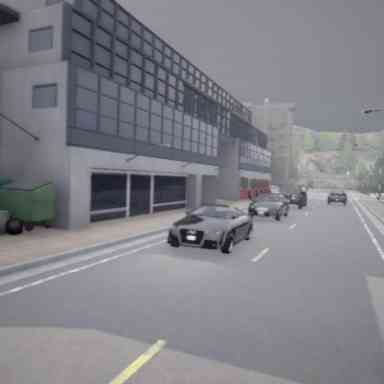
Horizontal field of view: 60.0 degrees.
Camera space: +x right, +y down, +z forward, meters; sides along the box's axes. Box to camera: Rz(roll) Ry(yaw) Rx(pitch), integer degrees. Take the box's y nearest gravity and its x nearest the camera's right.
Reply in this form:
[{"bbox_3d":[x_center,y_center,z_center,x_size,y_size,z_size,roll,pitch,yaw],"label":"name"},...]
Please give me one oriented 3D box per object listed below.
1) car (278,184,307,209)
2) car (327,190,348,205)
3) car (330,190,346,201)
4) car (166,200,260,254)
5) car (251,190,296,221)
[{"bbox_3d":[9.138,0.317,30.245,2.150,2.045,5.566,3,3,24],"label":"car"},{"bbox_3d":[15.932,0.569,36.453,2.128,1.511,4.902,3,3,24],"label":"car"},{"bbox_3d":[20.663,0.405,47.018,1.895,1.301,4.718,3,3,24],"label":"car"},{"bbox_3d":[0.797,1.136,11.734,1.994,1.385,4.181,3,3,24],"label":"car"},{"bbox_3d":[4.865,0.830,20.794,2.128,1.511,4.902,3,3,24],"label":"car"}]
